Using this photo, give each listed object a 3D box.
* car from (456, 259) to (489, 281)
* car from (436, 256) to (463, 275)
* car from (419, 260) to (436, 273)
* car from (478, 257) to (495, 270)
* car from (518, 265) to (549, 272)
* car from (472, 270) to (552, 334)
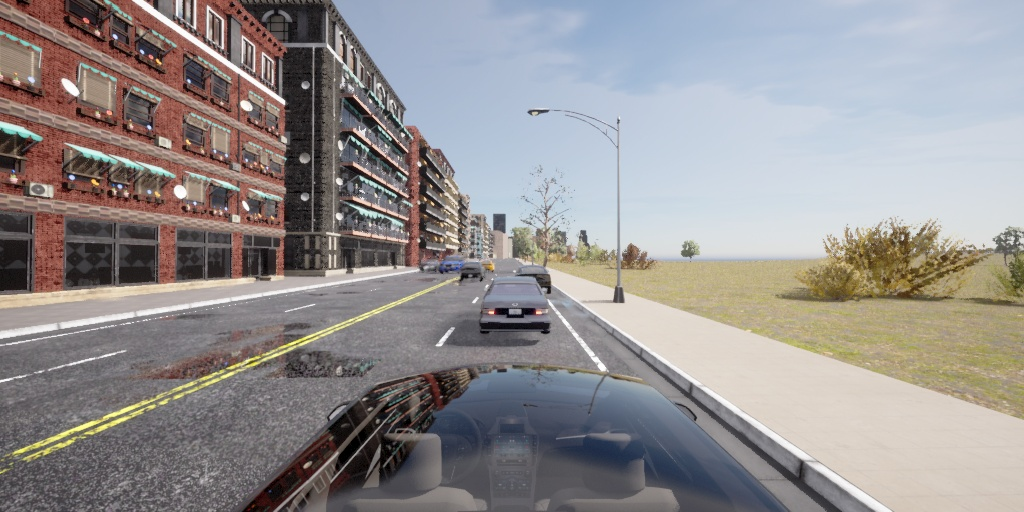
[{"bbox_3d":[-3.193,1.257,30.048,1.837,1.490,4.892,0,0,0],"label":"car"},{"bbox_3d":[-6.657,0.973,40.307,2.150,2.045,5.566,0,0,0],"label":"car"},{"bbox_3d":[-9.912,1.243,43.750,2.128,1.511,4.902,0,0,0],"label":"car"},{"bbox_3d":[-3.214,1.229,45.210,1.882,1.535,5.008,0,0,0],"label":"car"},{"bbox_3d":[1.109,1.230,20.361,1.882,1.535,5.008,0,0,0],"label":"car"},{"bbox_3d":[0.089,1.299,10.597,2.033,1.411,5.357,0,0,0],"label":"car"}]
